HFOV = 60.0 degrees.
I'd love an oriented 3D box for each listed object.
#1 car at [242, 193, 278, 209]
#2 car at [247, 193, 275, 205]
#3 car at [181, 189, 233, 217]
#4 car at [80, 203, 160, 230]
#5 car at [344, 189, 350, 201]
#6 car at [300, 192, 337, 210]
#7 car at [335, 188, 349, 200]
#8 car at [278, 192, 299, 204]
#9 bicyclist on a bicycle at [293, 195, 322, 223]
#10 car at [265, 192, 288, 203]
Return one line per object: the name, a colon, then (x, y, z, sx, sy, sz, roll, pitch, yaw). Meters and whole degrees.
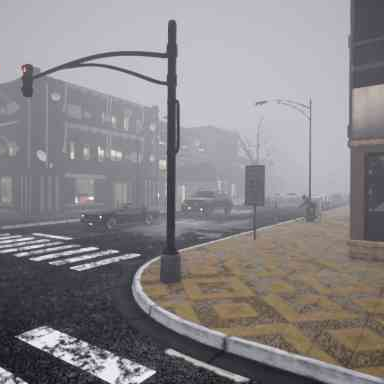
car: (7.081, 1.014, 35.388, 1.895, 1.301, 4.718, 1, 1, 35)
car: (8.863, 0.821, 42.620, 1.887, 1.381, 4.507, 2, 2, 35)
car: (1.370, 0.798, 27.139, 2.150, 2.045, 5.566, 1, 1, 35)
car: (-4.072, 1.334, 19.299, 1.895, 1.301, 4.718, 1, 1, 35)
car: (25.412, 0.619, 51.686, 1.887, 1.381, 4.507, 2, 2, 35)
car: (12.650, 0.993, 33.068, 2.008, 1.369, 4.403, 2, 2, 35)
car: (24.213, 0.572, 54.552, 2.033, 1.411, 5.357, 1, 1, 36)
car: (13.433, 0.759, 44.492, 1.812, 1.442, 4.674, 1, 2, 34)
bicyclist on a bicycle: (6.775, 1.003, 19.598, 1.656, 1.620, 0.582, 0, 1, 35)
car: (12.102, 0.767, 47.242, 1.802, 1.307, 4.206, 2, 2, 35)
